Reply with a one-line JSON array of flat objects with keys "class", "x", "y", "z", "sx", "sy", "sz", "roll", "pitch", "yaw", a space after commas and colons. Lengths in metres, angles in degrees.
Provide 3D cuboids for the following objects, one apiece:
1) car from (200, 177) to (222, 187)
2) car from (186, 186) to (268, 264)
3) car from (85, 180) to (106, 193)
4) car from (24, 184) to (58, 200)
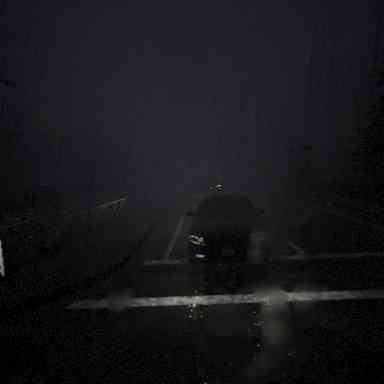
[{"class": "car", "x": 1.911, "y": -0.760, "z": 33.855, "sx": 1.837, "sy": 1.490, "sz": 4.892, "roll": -3, "pitch": 4, "yaw": 2}, {"class": "car", "x": 0.956, "y": 0.821, "z": 9.501, "sx": 1.882, "sy": 1.535, "sz": 5.008, "roll": -2, "pitch": 4, "yaw": 5}, {"class": "car", "x": -11.806, "y": -0.644, "z": 40.640, "sx": 1.845, "sy": 1.501, "sz": 3.633, "roll": -3, "pitch": 4, "yaw": 3}, {"class": "car", "x": -15.113, "y": -0.027, "z": 33.385, "sx": 1.970, "sy": 1.475, "sz": 3.806, "roll": -3, "pitch": 4, "yaw": 3}]
